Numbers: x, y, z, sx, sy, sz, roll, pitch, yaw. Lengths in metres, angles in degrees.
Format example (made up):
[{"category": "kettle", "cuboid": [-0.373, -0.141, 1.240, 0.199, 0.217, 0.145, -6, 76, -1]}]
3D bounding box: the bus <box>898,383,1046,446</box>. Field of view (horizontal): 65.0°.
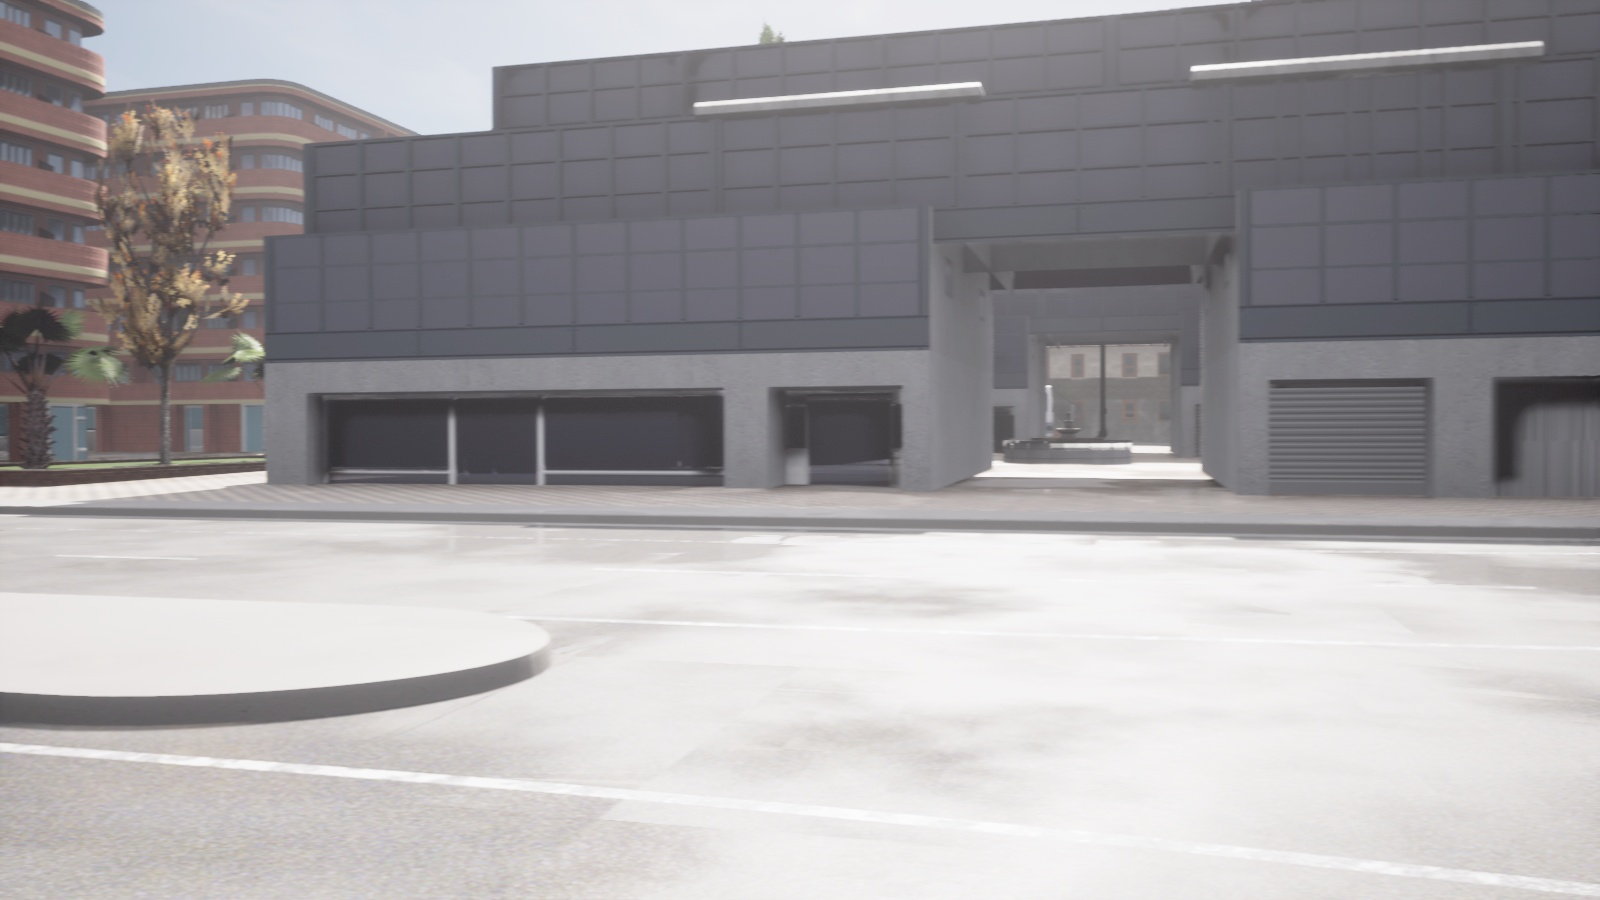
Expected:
[{"category": "bus", "cuboid": [12.714, -2.639, 92.647, 10.273, 4.253, 3.944, 2, 1, 14]}]
